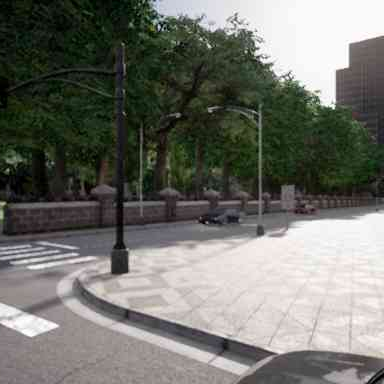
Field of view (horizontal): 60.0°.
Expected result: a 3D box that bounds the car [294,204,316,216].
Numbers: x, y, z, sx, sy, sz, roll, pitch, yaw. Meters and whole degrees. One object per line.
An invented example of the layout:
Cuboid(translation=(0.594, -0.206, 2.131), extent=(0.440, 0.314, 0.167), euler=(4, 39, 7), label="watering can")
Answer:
Cuboid(translation=(15.624, 2.446, 46.011), extent=(1.882, 1.535, 5.008), euler=(0, -1, 36), label="car")

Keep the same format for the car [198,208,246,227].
Cuboid(translation=(2.690, 2.046, 27.866), extent=(2.033, 1.411, 5.357), euler=(0, -1, 35), label="car")

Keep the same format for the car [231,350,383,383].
Cuboid(translation=(2.076, 1.553, 1.483), extent=(4.403, 1.369, 2.008), euler=(0, 0, 36), label="car")
